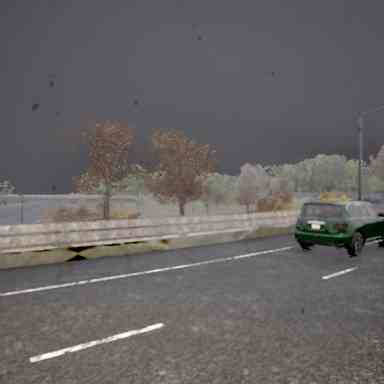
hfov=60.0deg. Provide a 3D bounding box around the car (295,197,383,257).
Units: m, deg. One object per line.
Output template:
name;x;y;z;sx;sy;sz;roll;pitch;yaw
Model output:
car;6.450;1.370;13.940;5.566;2.045;2.150;0;0;-43
